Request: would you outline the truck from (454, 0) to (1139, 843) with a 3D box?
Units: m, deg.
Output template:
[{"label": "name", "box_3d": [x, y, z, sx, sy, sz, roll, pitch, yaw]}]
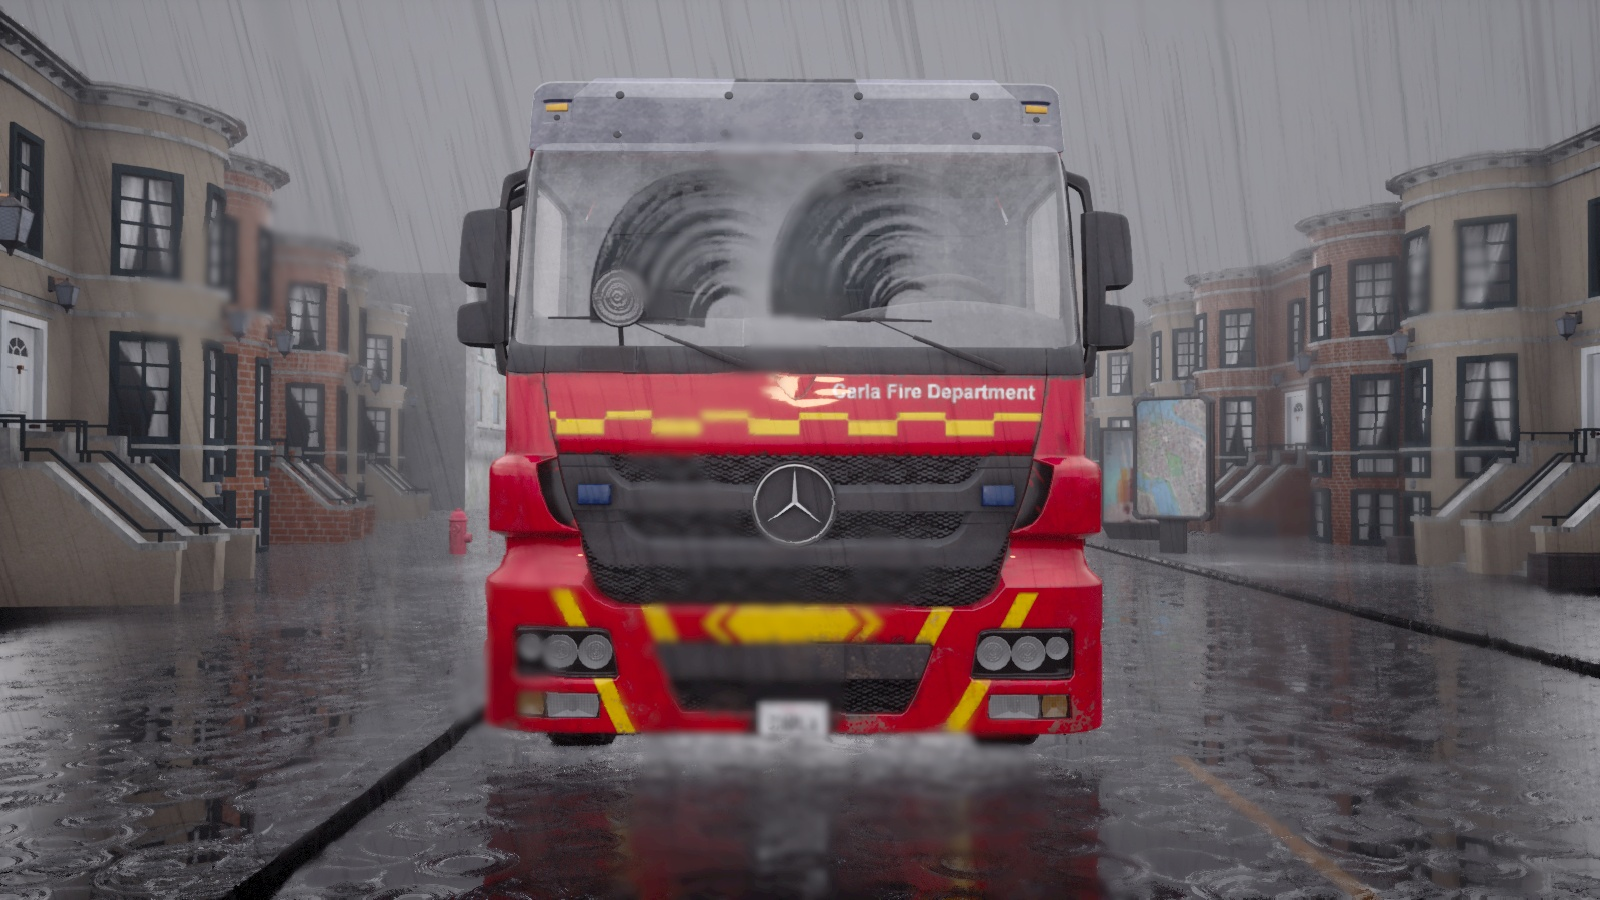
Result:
[{"label": "truck", "box_3d": [-0.032, -0.190, 9.565, 2.891, 3.827, 8.468, 0, -1, 0]}]
